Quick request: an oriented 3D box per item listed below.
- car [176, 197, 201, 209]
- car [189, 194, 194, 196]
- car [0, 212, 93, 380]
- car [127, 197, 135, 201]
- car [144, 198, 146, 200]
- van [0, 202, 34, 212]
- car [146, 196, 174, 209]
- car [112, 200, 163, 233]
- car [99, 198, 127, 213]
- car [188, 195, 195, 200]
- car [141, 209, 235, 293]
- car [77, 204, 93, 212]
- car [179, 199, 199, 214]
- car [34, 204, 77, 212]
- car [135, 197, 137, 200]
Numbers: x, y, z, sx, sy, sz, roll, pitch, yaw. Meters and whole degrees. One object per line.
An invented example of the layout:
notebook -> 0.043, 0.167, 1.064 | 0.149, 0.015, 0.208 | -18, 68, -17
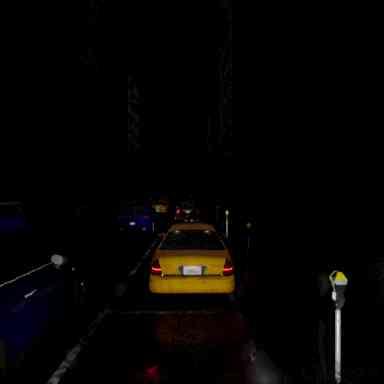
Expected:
car -> -0.290, 1.443, 25.481 | 1.967, 1.590, 4.097 | 0, 0, 0
car -> -0.257, 1.501, 84.576 | 1.967, 1.590, 4.097 | 0, 0, 0
car -> -3.045, 1.351, 4.760 | 2.097, 1.767, 4.553 | 0, 0, 0
car -> -8.815, 1.591, 41.985 | 1.802, 1.307, 4.206 | 0, 0, 0
car -> -6.148, 1.541, 48.030 | 1.812, 1.442, 4.674 | 0, 0, 0
van -> -8.815, 1.342, 14.478 | 1.690, 1.788, 3.998 | 0, 0, 0
car -> -3.145, 1.461, 33.457 | 1.801, 1.575, 5.366 | 0, 0, 0
car -> -3.047, 1.479, 19.512 | 1.882, 1.535, 5.008 | 0, 0, 0
car -> -8.815, 1.573, 36.483 | 1.947, 1.339, 4.313 | 0, 0, 0
car -> -0.237, 1.636, 95.394 | 2.008, 1.369, 4.403 | 0, 0, 0
car -> 0.005, 1.457, 8.840 | 1.801, 1.575, 5.366 | 0, 0, 0
car -> -8.815, 1.585, 25.481 | 1.802, 1.307, 4.206 | 0, 0, 0
car -> -0.290, 1.558, 36.484 | 2.008, 1.369, 4.403 | 0, 0, 0
car -> -8.815, 1.568, 19.979 | 1.947, 1.339, 4.313 | 0, 0, 0
car -> -8.816, 1.452, 47.486 | 1.967, 1.590, 4.097 | 0, 0, 0
